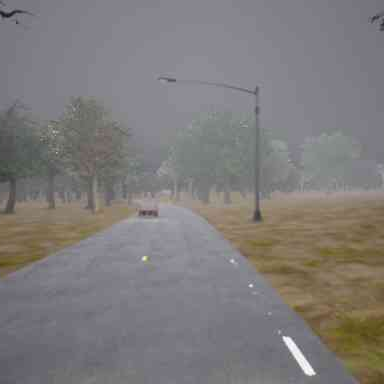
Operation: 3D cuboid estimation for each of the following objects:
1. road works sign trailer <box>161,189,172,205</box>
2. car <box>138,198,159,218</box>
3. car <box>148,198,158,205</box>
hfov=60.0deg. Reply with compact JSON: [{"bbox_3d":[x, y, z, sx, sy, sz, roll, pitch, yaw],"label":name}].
[{"bbox_3d":[-5.785,1.123,75.371,2.380,3.560,2.880,0,-1,-9],"label":"road works sign trailer"},{"bbox_3d":[-4.268,1.683,33.011,1.882,1.535,5.008,0,0,-4],"label":"car"},{"bbox_3d":[-8.704,2.092,74.399,2.128,1.511,4.902,0,-1,-8],"label":"car"}]
